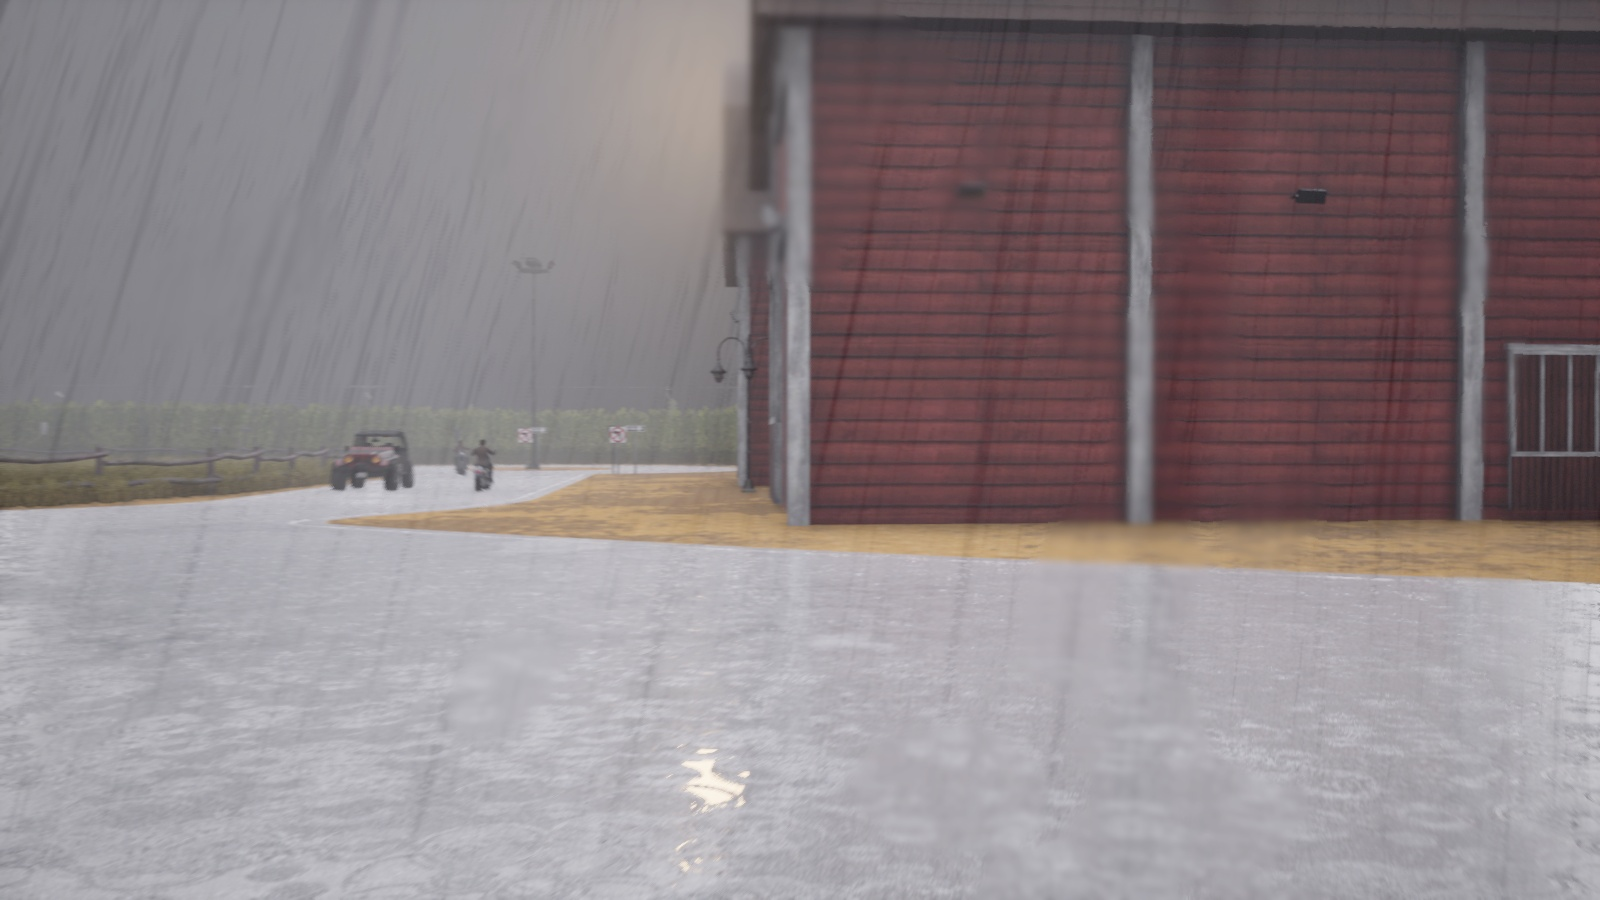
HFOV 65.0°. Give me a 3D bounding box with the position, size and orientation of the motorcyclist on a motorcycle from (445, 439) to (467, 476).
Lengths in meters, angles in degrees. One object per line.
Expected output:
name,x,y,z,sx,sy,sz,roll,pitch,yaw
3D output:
motorcyclist on a motorcycle,-15.756,0.313,57.534,0.766,1.649,2.350,-1,1,-20

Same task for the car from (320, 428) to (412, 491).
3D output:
car,-13.568,0.270,39.452,1.905,1.878,3.866,0,0,-6

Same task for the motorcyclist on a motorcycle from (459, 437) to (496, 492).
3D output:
motorcyclist on a motorcycle,-10.003,0.439,39.045,0.766,1.649,2.350,0,0,-6
